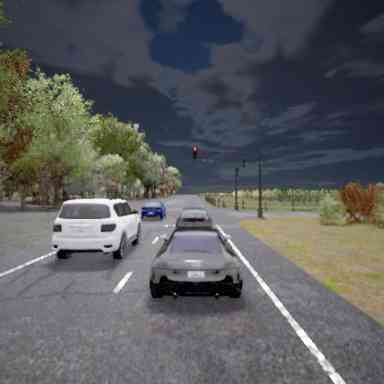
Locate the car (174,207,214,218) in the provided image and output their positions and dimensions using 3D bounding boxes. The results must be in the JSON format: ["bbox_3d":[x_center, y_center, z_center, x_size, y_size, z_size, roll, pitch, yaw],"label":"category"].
[{"bbox_3d":[0.108,1.569,17.589,1.837,1.490,4.892,0,0,0],"label":"car"}]

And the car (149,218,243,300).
[{"bbox_3d":[0.098,1.595,8.540,1.994,1.385,4.181,0,0,0],"label":"car"}]

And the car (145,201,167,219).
[{"bbox_3d":[-3.387,1.585,29.930,1.882,1.535,5.008,0,0,0],"label":"car"}]

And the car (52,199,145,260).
[{"bbox_3d":[-3.396,1.270,12.808,2.150,2.045,5.566,0,0,0],"label":"car"}]
